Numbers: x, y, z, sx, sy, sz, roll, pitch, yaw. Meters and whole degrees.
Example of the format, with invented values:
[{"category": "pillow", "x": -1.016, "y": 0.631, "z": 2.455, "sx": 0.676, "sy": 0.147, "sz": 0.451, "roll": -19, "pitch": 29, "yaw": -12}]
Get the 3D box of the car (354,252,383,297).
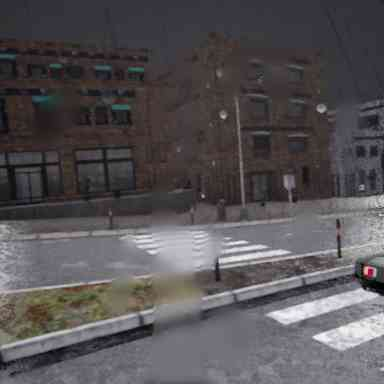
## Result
[{"category": "car", "x": 5.487, "y": 1.446, "z": 6.709, "sx": 4.718, "sy": 1.301, "sz": 1.895, "roll": -1, "pitch": 1, "yaw": -32}]
